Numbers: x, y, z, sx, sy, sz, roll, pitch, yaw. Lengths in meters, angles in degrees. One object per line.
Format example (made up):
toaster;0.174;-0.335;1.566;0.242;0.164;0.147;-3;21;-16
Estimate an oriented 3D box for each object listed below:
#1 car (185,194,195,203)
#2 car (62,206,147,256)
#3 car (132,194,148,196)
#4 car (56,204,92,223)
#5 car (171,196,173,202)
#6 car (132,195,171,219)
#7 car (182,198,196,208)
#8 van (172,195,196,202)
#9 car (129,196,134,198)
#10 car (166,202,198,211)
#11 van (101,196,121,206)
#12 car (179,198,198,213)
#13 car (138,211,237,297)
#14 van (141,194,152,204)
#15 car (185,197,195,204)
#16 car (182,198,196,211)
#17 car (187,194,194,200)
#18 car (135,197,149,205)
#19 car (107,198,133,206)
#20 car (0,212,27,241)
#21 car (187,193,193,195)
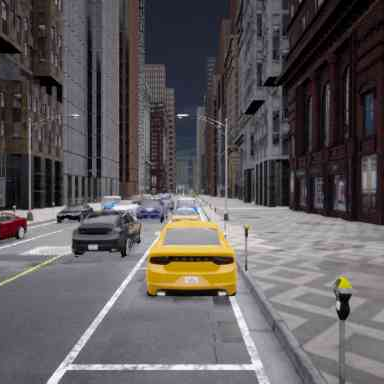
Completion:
car;-0.386;1.346;70.826;2.192;1.841;5.009;0;0;0
car;-3.146;1.507;13.047;1.837;1.490;4.892;0;0;0
car;-8.911;1.337;53.906;2.192;1.841;5.009;0;0;0
car;-8.910;1.573;25.722;1.947;1.339;4.313;0;0;0
car;-3.060;1.563;40.731;2.033;1.411;5.357;0;0;0
car;-3.064;1.358;26.233;2.097;1.767;4.553;0;0;0
car;-0.385;1.570;48.280;2.008;1.369;4.403;0;0;0
van;-0.386;1.348;25.735;1.690;1.788;3.998;0;0;0
car;-8.910;1.582;42.633;1.947;1.339;4.313;0;0;0
car;-0.385;1.530;20.269;1.752;1.417;4.829;0;0;0
van;-8.911;1.354;36.996;1.690;1.788;3.998;0;0;0
car;-0.386;1.453;37.008;1.967;1.590;4.097;0;0;0
car;-0.006;1.478;8.650;1.882;1.535;5.008;0;0;0
van;-8.911;1.369;65.180;1.690;1.788;3.998;0;0;0
car;-0.385;1.594;65.189;1.947;1.339;4.313;0;0;0
car;-0.385;1.541;42.814;1.752;1.417;4.829;0;0;0
car;-0.386;1.484;93.370;1.967;1.590;4.097;0;0;0
car;-8.910;1.570;59.543;1.887;1.381;4.507;0;0;0
car;-6.240;1.536;31.064;1.812;1.442;4.674;0;0;0
car;-8.910;1.547;14.449;1.887;1.381;4.507;0;0;0
car;-0.386;1.465;59.552;1.967;1.590;4.097;0;0;0
